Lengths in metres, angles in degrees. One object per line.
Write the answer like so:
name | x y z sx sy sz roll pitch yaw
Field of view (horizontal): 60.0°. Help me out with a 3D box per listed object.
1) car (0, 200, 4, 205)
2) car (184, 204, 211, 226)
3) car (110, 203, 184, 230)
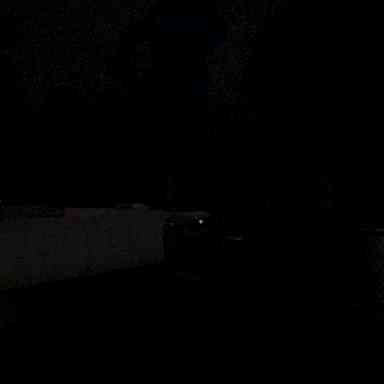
car | -17.979 0.932 27.708 5.566 2.045 2.150 0 1 32
car | -1.301 1.411 20.736 4.718 1.301 1.895 1 1 34
car | -3.040 1.360 18.513 4.674 1.442 1.812 1 1 32
